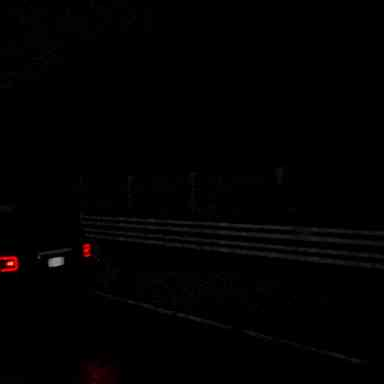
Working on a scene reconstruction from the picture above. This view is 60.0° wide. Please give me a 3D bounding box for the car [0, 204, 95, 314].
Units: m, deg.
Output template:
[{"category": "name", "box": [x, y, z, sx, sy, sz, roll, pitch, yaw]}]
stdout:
[{"category": "car", "box": [-4.480, 1.292, 7.198, 5.566, 2.045, 2.150, 0, 0, 36]}]
